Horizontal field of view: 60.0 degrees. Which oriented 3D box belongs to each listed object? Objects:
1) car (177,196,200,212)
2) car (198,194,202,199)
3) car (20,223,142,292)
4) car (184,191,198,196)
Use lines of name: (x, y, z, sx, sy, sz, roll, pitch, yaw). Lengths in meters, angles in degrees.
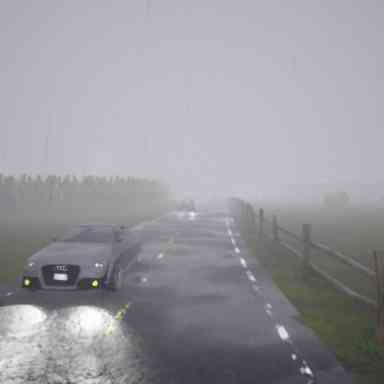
car: (-0.502, 1.458, 37.117, 1.994, 1.385, 4.181, 0, 0, 5)
car: (1.444, 1.159, 86.166, 1.837, 1.490, 4.892, 0, 0, -9)
car: (-2.589, 1.534, 8.756, 1.994, 1.385, 4.181, 0, 0, 3)
car: (-0.408, 0.982, 78.514, 1.882, 1.535, 5.008, 0, 0, -6)
